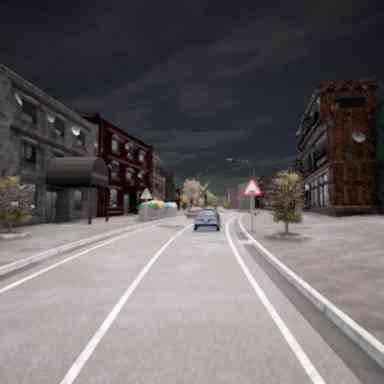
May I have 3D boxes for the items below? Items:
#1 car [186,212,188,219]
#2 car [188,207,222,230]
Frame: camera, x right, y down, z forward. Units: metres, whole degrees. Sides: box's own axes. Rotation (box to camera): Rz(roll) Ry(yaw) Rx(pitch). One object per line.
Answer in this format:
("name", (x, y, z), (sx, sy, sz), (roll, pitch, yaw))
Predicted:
("car", (0.535, 2.569, 41.782), (1.812, 1.442, 4.674), (-1, -2, 11))
("car", (1.204, 1.973, 24.578), (2.033, 1.411, 5.357), (-1, -1, 6))
